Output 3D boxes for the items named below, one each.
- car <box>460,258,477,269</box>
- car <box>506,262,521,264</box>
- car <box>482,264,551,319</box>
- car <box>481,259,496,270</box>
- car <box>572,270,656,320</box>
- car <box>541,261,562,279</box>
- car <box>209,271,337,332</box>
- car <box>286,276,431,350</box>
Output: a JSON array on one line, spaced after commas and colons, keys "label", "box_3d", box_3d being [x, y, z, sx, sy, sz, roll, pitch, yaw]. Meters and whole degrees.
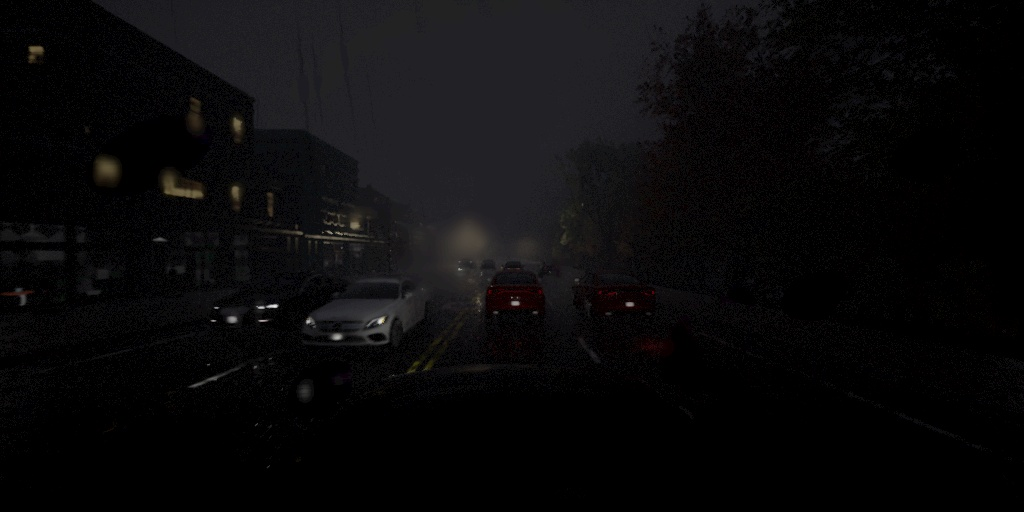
[{"label": "car", "box_3d": [-6.545, 1.076, 53.876, 2.097, 1.767, 4.553, 0, 0, 0]}, {"label": "car", "box_3d": [0.111, 1.240, 32.753, 1.837, 1.490, 4.892, 0, 0, 0]}, {"label": "car", "box_3d": [0.104, 1.222, 12.875, 1.882, 1.535, 5.008, 0, 0, 0]}, {"label": "car", "box_3d": [-3.308, 1.204, 50.459, 1.882, 1.535, 5.008, 0, 0, 0]}, {"label": "car", "box_3d": [3.354, 1.223, 12.667, 1.882, 1.535, 5.008, 0, 0, 0]}, {"label": "car", "box_3d": [3.360, 1.227, 32.406, 2.128, 1.511, 4.902, 0, 0, 0]}, {"label": "car", "box_3d": [-6.596, 1.237, 10.905, 2.128, 1.511, 4.902, 0, 0, 0]}, {"label": "car", "box_3d": [-3.348, 1.272, 9.175, 1.812, 1.442, 4.674, 0, 0, 0]}]
